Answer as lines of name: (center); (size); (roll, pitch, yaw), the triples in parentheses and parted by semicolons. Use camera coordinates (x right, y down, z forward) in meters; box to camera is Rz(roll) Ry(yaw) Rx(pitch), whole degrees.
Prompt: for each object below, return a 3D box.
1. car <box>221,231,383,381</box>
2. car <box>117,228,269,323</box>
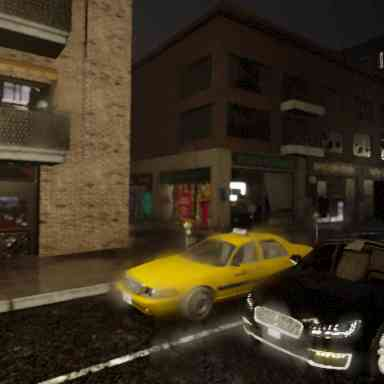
car: (2.988, 1.477, 5.508); (4.892, 1.490, 1.837); (0, 0, -35)
car: (0.849, 1.502, 7.144); (4.829, 1.417, 1.752); (0, 1, -35)
